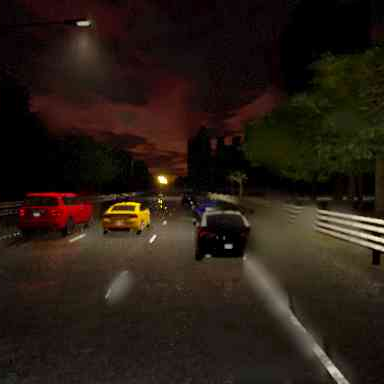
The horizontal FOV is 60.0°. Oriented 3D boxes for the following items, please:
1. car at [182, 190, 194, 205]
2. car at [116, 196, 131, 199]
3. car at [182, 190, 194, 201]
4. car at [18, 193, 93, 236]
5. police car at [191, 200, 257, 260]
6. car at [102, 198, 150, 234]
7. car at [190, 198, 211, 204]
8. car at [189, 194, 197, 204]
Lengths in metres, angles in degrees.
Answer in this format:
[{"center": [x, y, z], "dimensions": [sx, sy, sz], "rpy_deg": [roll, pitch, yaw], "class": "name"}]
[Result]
[{"center": [-0.396, 0.932, 47.237], "dimensions": [2.097, 1.767, 4.553], "rpy_deg": [0, 1, -1], "class": "car"}, {"center": [-7.135, 1.186, 35.229], "dimensions": [2.128, 1.511, 4.902], "rpy_deg": [0, 0, -1], "class": "car"}, {"center": [-0.770, 0.637, 62.829], "dimensions": [2.150, 2.045, 5.566], "rpy_deg": [0, 1, -2], "class": "car"}, {"center": [-6.947, 1.076, 17.533], "dimensions": [2.150, 2.045, 5.566], "rpy_deg": [0, 1, 0], "class": "car"}, {"center": [1.038, 1.326, 12.080], "dimensions": [1.930, 1.638, 5.238], "rpy_deg": [0, 0, 0], "class": "police car"}, {"center": [-3.452, 1.327, 18.141], "dimensions": [1.882, 1.535, 5.008], "rpy_deg": [0, 0, 0], "class": "car"}, {"center": [0.977, 1.341, 22.015], "dimensions": [1.812, 1.442, 4.674], "rpy_deg": [0, 1, 0], "class": "car"}, {"center": [0.917, 1.239, 28.041], "dimensions": [1.882, 1.535, 5.008], "rpy_deg": [0, 1, -1], "class": "car"}]
